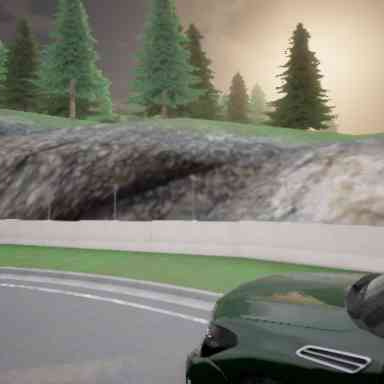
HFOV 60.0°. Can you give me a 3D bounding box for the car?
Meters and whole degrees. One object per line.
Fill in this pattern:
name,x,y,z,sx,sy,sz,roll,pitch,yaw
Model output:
car,2.598,1.211,2.118,5.566,2.045,2.150,-1,0,35
